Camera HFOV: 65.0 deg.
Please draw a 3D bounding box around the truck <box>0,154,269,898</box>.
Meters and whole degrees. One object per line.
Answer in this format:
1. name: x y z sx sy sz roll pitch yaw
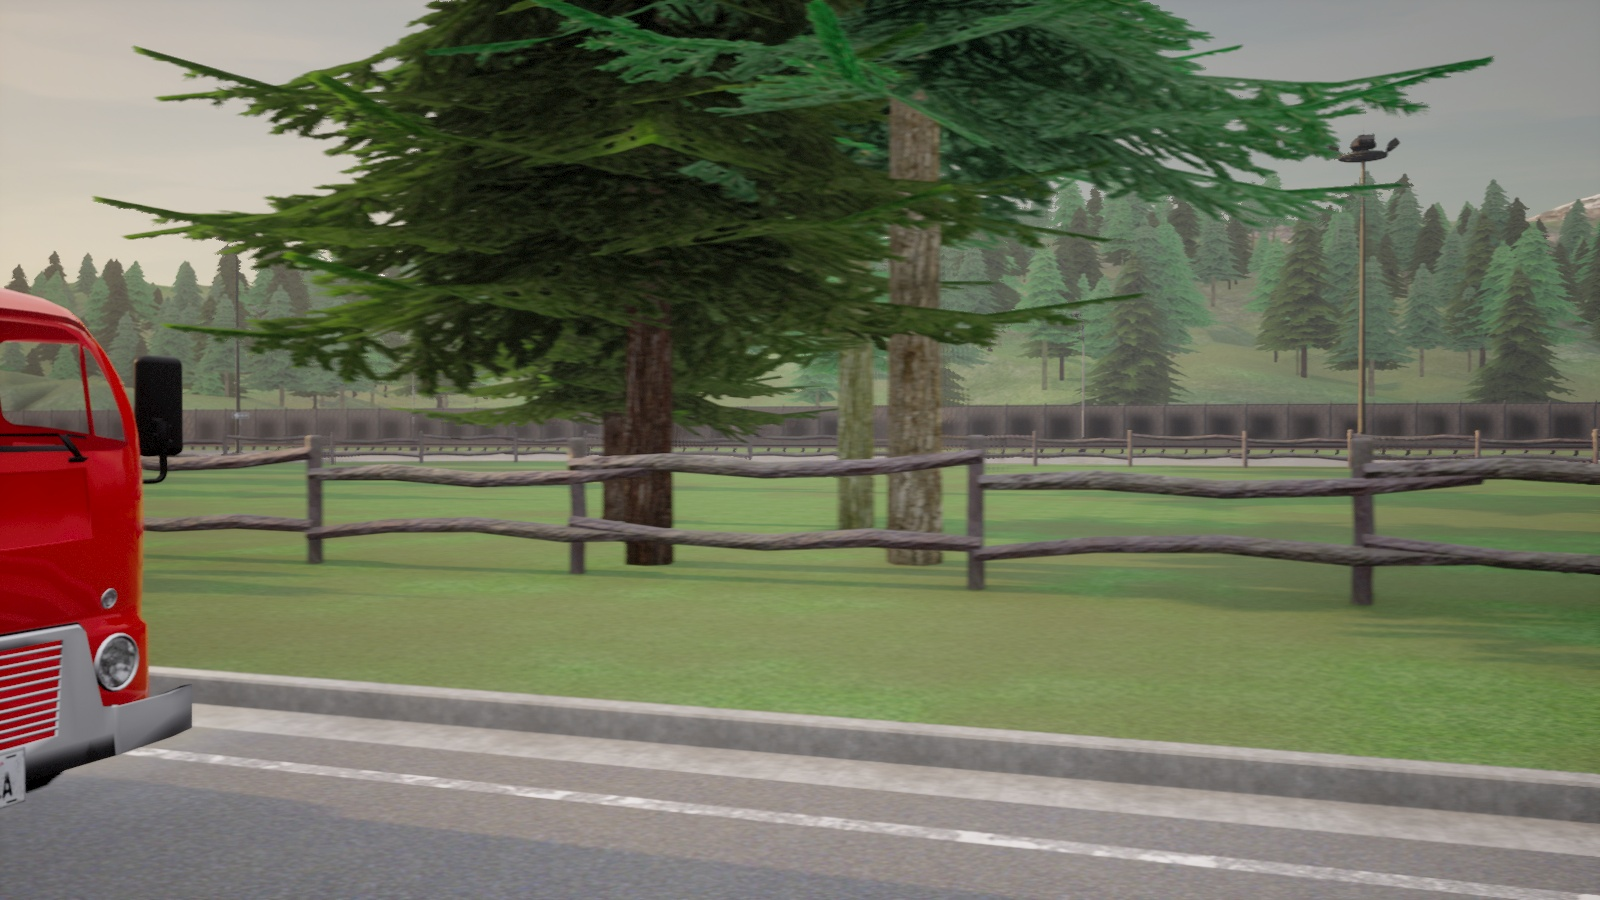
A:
1. truck: -5.140 0.231 4.915 5.204 2.467 2.627 1 1 19
